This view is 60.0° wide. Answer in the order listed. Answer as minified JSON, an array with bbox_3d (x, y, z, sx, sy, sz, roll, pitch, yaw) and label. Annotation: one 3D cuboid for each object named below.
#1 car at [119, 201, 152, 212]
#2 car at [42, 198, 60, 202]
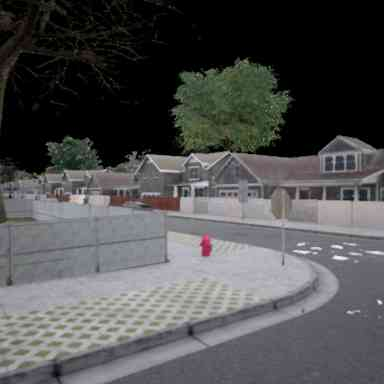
[{"bbox_3d":[-5.574,1.590,31.864,1.837,1.490,4.892,1,-1,-37],"label":"car"},{"bbox_3d":[-19.570,1.525,46.297,1.882,1.535,5.008,0,0,-36],"label":"car"}]
